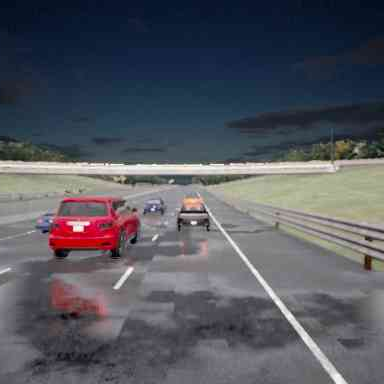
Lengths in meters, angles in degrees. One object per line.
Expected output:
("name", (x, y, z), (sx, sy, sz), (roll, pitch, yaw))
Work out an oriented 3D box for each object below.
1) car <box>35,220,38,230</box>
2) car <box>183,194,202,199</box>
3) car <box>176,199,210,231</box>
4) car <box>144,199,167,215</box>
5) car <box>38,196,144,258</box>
("car", (-6.907, 1.472, 18.924), (2.033, 1.411, 5.357), (0, 0, 0))
("car", (0.083, 1.041, 38.582), (2.097, 1.767, 4.553), (0, 1, 0))
("car", (0.091, 1.409, 20.128), (2.128, 1.511, 4.902), (0, 0, 0))
("car", (-3.414, 1.338, 31.320), (1.812, 1.442, 4.674), (0, 1, 0))
("car", (-3.406, 1.174, 12.643), (2.150, 2.045, 5.566), (0, 0, 0))
